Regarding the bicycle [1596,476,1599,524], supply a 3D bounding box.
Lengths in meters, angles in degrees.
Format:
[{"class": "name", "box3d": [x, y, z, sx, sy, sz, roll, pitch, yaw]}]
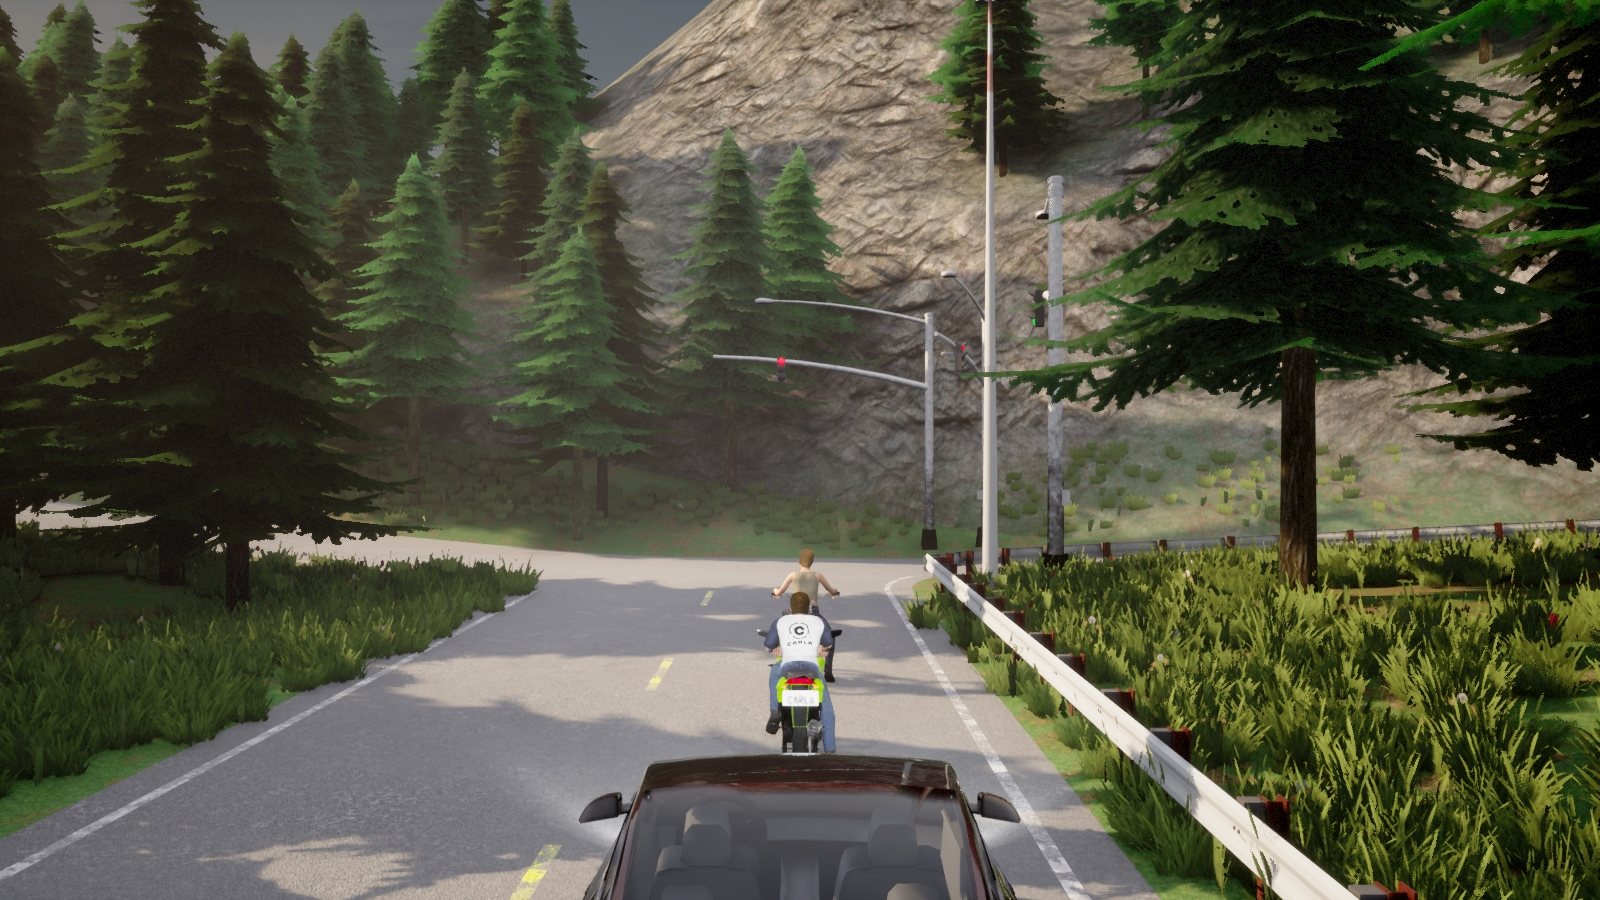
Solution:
[{"class": "bicycle", "box3d": [21.727, 1.355, 29.474, 1.835, 1.471, 0.329, -5, -2, 26]}]

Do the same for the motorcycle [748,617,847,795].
[{"class": "motorcycle", "box3d": [-0.020, 2.213, 10.238, 0.803, 1.145, 2.033, 0, 0, 0]}]

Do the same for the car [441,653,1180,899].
[{"class": "car", "box3d": [0.029, 2.063, 5.012, 2.163, 1.488, 4.792, 0, 0, 0]}]
